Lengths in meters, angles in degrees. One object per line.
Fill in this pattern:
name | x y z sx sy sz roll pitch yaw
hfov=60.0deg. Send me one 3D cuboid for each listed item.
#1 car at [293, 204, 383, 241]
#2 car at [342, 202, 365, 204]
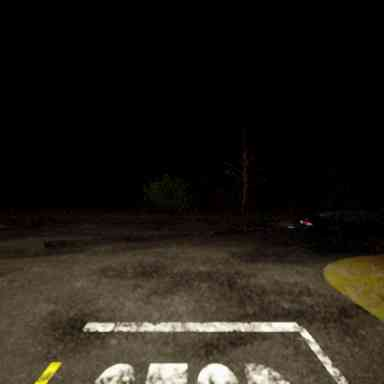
car | 7.609 1.464 15.593 5.357 1.411 2.033 0 1 -2
car | 10.740 1.445 22.703 4.674 1.442 1.812 0 1 -2
